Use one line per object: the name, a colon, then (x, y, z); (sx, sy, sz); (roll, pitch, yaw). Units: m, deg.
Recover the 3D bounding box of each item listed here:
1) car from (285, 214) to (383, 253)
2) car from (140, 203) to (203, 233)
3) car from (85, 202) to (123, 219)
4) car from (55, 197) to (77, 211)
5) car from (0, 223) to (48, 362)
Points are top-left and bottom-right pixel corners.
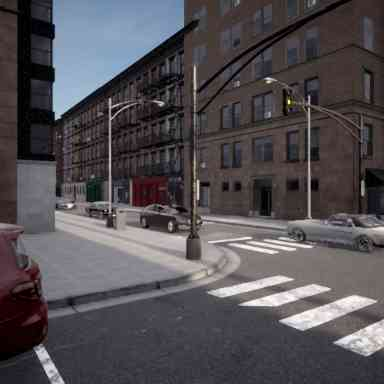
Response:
car: (6.260, 1.575, 13.810); (1.895, 1.301, 4.718); (0, 0, -35)
car: (-1.321, 1.438, 19.346); (1.837, 1.490, 4.892); (0, 0, -37)
car: (-7.314, 1.487, 27.755); (1.895, 1.301, 4.718); (0, 0, -35)
car: (-14.630, 1.321, 38.034); (2.128, 1.511, 4.902); (0, 0, -36)
car: (-4.107, 1.315, 3.262); (5.009, 1.841, 2.192); (0, 0, -35)
